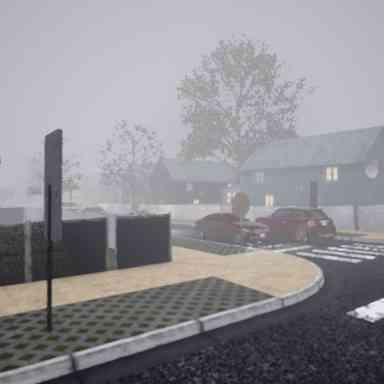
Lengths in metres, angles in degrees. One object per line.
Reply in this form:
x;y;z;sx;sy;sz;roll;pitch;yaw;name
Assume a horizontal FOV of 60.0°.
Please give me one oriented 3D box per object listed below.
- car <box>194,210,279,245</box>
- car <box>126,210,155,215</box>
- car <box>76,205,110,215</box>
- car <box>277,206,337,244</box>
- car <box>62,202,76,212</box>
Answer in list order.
1.899;1.786;17.194;1.812;1.442;4.674;1;-2;-35;car
-3.824;2.065;25.291;1.994;1.385;4.181;1;-2;-35;car
-9.844;2.260;33.798;1.837;1.490;4.892;1;-2;-36;car
5.143;1.598;17.592;2.097;1.767;4.553;0;-2;-32;car
-15.928;2.237;42.488;2.150;2.045;5.566;1;-2;-35;car
